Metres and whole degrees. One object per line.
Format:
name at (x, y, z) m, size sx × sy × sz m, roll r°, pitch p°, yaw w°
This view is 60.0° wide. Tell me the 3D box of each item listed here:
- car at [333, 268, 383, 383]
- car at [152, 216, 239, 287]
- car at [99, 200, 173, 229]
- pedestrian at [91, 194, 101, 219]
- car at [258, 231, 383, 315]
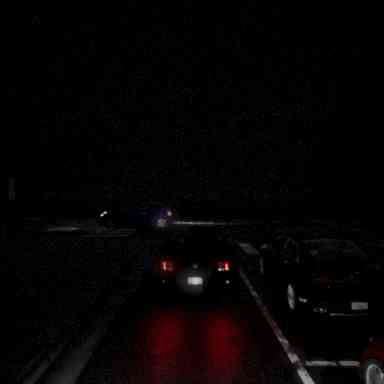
car at (2.622, 1.582, 1.860) m, size 1.802 × 1.307 × 4.206 m, roll -1°, pitch 0°, yaw 0°
car at (0.137, 1.598, 9.294) m, size 1.895 × 1.301 × 4.718 m, roll 0°, pitch 0°, yaw 2°
car at (-3.400, 1.308, 20.675) m, size 4.553 × 1.767 × 2.097 m, roll 0°, pitch 1°, yaw 0°
pedestrian at (-6.878, 1.007, 23.573) m, size 0.375 × 1.860 × 0.375 m, roll 0°, pitch 1°, yaw 0°
car at (2.622, 1.549, 7.392) m, size 2.008 × 1.369 × 4.403 m, roll -1°, pitch 0°, yaw 0°
